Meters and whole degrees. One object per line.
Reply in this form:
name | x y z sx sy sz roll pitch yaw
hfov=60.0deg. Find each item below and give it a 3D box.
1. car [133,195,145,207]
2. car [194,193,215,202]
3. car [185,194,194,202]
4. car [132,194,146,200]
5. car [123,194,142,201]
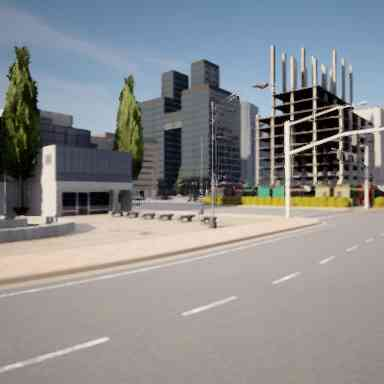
car | -10.295 1.689 55.008 4.674 1.442 1.812 0 0 43
car | 2.931 1.534 72.720 1.970 1.475 3.806 0 0 42
car | 0.777 1.309 74.656 1.905 1.878 3.866 0 0 42
car | -13.887 1.404 87.696 1.905 1.878 3.866 0 0 42
car | -16.010 1.415 89.664 1.932 1.855 4.605 0 0 42
